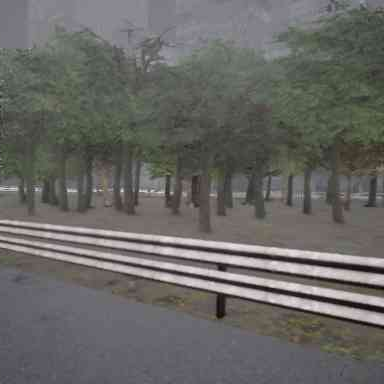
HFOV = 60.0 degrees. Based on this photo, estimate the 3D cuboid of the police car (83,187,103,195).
[{"bbox_3d":[-20.710,-0.186,69.831,4.974,1.542,2.038,1,1,5],"label":"police car"}]
